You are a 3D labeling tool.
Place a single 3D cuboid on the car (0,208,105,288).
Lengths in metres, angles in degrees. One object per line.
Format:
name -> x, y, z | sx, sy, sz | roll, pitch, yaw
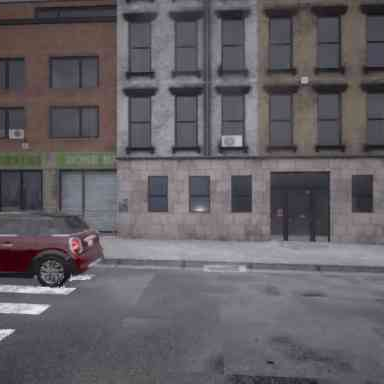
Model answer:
car -> -4.697, 1.269, 8.586 | 4.553, 1.767, 2.097 | 1, 0, 3
